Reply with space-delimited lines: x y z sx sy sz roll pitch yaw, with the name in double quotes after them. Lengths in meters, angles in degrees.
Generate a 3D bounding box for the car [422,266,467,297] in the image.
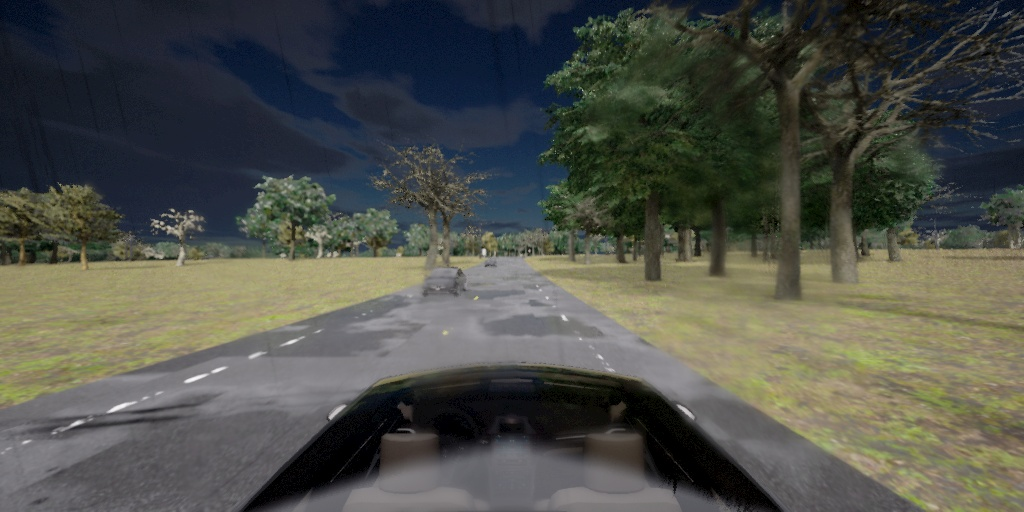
-3.600 1.347 19.780 1.837 1.490 4.892 0 0 0 "car"

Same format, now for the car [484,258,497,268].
-3.557 1.155 60.165 1.837 1.490 4.892 0 1 1 "car"
